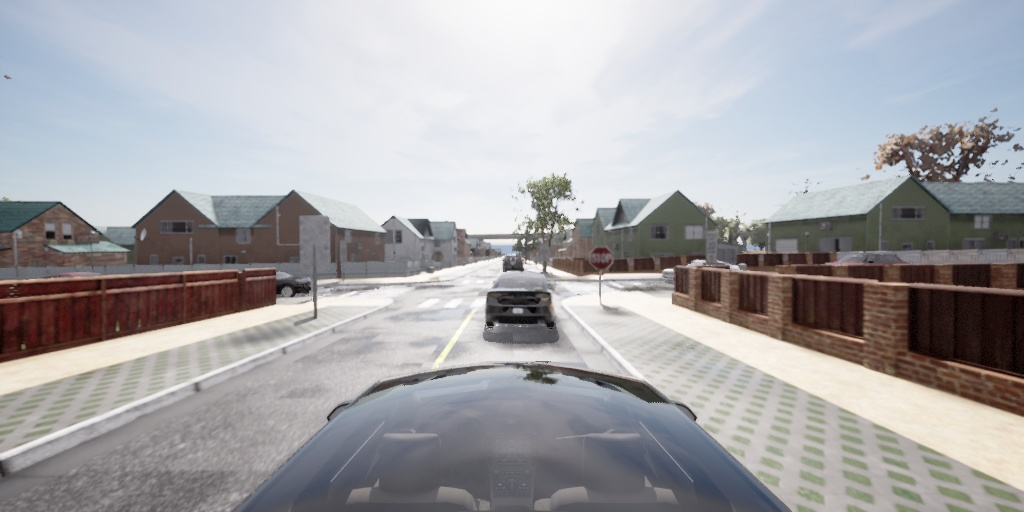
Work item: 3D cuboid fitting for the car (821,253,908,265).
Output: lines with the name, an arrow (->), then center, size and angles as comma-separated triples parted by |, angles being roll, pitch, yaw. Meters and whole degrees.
car -> 22.048, 0.615, 22.633 | 4.553, 1.767, 2.097 | -1, 2, 0

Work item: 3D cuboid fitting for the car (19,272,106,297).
car -> -23.344, 1.615, 19.441 | 5.008, 1.535, 1.882 | -1, 2, 0

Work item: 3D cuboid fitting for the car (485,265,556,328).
car -> 0.359, 1.212, 11.395 | 1.882, 1.535, 5.008 | 0, 0, 5

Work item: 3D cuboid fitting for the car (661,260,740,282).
car -> 11.865, 0.968, 22.578 | 4.674, 1.442, 1.812 | -1, 2, 0

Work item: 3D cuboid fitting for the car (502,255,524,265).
car -> 0.100, 0.909, 39.059 | 2.150, 2.045, 5.566 | 0, 0, 0

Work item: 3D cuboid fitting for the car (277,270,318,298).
car -> -13.276, 1.444, 19.494 | 5.008, 1.535, 1.882 | -1, 2, 0

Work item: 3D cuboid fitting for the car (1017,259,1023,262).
car -> 35.037, 0.386, 22.686 | 4.553, 1.767, 2.097 | -1, 2, 0
